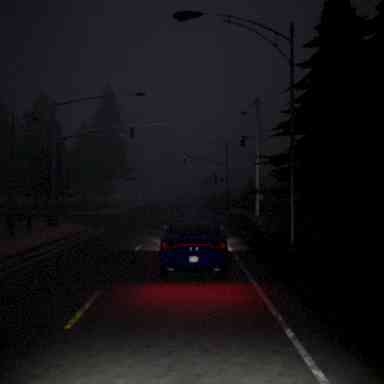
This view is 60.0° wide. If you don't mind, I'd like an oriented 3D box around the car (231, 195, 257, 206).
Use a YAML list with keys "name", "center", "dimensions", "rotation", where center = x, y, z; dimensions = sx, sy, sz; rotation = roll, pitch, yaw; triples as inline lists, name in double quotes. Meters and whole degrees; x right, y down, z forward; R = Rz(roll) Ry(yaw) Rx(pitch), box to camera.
- name: "car"
  center: [8.437, 1.371, 54.202]
  dimensions: [3.866, 1.878, 1.905]
  rotation: [0, 0, -1]

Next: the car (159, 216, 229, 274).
- name: "car"
  center: [0.061, 1.522, 10.720]
  dimensions: [1.882, 1.535, 5.008]
  rotation: [0, 0, 0]

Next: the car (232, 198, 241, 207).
- name: "car"
  center: [8.851, 1.359, 51.692]
  dimensions: [4.605, 1.855, 1.932]
  rotation: [0, 0, -1]
